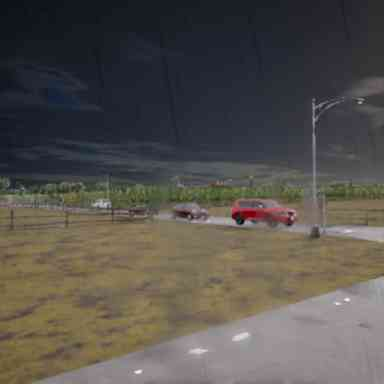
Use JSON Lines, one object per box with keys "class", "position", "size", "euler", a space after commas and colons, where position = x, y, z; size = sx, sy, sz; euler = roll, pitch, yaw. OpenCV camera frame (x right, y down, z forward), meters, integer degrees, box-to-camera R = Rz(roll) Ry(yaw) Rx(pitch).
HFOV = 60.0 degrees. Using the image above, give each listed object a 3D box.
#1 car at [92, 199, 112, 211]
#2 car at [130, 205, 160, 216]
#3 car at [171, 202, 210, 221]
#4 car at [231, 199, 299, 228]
{"class": "car", "position": [-16.549, 2.367, 61.060], "size": [2.150, 2.045, 5.566], "euler": [0, -1, -36]}
{"class": "car", "position": [-5.832, 2.306, 41.158], "size": [1.895, 1.301, 4.718], "euler": [0, -1, -36]}
{"class": "car", "position": [-0.248, 1.871, 33.399], "size": [2.097, 1.767, 4.553], "euler": [0, -1, -36]}
{"class": "car", "position": [5.419, 1.555, 25.522], "size": [2.150, 2.045, 5.566], "euler": [0, -1, -36]}
